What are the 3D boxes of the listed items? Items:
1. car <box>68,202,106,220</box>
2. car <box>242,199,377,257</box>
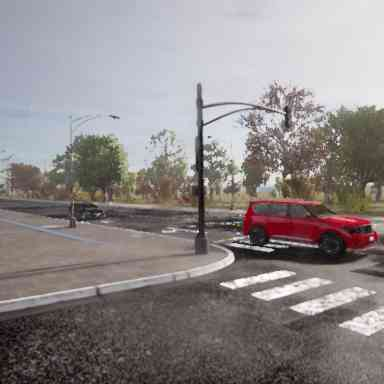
[{"bbox_3d":[-9.570,1.715,30.040,1.837,1.490,4.892,-1,1,-42],"label":"car"},{"bbox_3d":[4.708,1.363,14.223,2.150,2.045,5.566,-1,1,-43],"label":"car"}]
